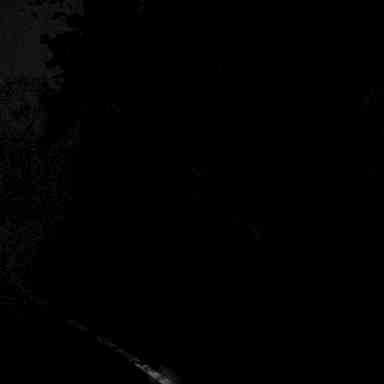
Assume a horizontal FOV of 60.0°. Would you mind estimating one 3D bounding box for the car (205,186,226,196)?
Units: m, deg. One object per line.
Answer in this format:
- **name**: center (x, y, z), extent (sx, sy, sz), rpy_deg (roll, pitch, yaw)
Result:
- **car**: center (4.045, -0.271, 53.723), extent (1.882, 1.535, 5.008), rpy_deg (-2, 4, 36)
